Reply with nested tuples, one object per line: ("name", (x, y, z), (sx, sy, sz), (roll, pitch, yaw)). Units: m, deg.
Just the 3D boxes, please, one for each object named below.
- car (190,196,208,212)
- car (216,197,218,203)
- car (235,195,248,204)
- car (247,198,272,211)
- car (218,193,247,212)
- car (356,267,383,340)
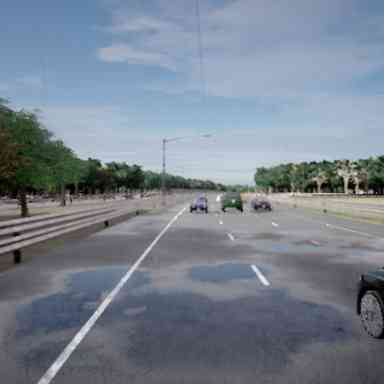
("car", (0.759, 1.455, 35.628), (1.895, 1.301, 4.718), (0, 0, 2))
("car", (5.456, 1.284, 61.377), (1.812, 1.442, 4.674), (0, 0, 3))
("car", (8.724, 1.247, 58.929), (1.882, 1.535, 5.008), (0, 0, 3))
("car", (7.880, 1.373, 38.383), (1.812, 1.442, 4.674), (0, 0, 2))
("car", (4.290, 1.074, 36.452), (2.150, 2.045, 5.566), (0, 0, 2))
("car", (3.625, 1.478, 3.583), (2.128, 1.511, 4.902), (0, 0, 0))
